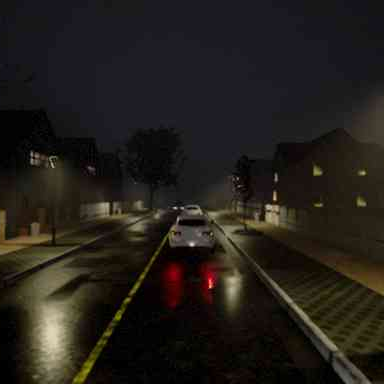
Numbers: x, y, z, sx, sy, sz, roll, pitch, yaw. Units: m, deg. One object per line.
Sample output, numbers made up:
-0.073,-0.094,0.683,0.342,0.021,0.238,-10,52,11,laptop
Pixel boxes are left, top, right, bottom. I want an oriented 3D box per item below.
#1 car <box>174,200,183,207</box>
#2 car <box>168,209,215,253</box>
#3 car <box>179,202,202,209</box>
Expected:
-2.757,2.523,71.828,1.882,1.535,5.008,0,-1,0,car
0.003,1.685,14.389,1.812,1.442,4.674,0,0,0,car
0.001,1.876,29.392,1.812,1.442,4.674,0,-1,0,car
